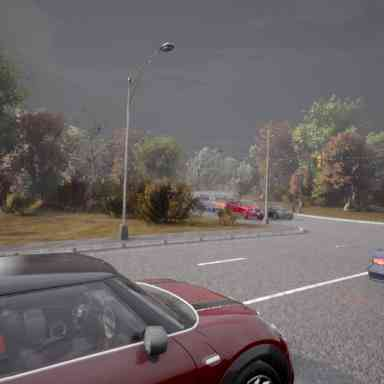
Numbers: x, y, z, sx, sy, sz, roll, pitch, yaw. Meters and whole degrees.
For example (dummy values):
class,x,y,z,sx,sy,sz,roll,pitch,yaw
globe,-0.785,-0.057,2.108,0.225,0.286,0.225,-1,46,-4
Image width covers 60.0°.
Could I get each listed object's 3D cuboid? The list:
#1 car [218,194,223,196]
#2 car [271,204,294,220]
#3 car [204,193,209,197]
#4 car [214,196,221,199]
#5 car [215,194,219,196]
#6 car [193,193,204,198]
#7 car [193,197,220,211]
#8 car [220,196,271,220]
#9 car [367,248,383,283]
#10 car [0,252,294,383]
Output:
class,x,y,z,sx,sy,sz,roll,pitch,yaw
car,7.450,1.566,69.271,1.837,1.490,4.892,2,3,-8
car,9.074,2.103,36.460,2.097,1.767,4.553,3,-1,-23
car,2.914,1.052,78.394,2.128,1.511,4.902,2,2,-1
car,4.734,1.912,48.183,2.097,1.767,4.553,3,1,-17
car,6.368,1.173,79.475,1.994,1.385,4.181,2,2,-1
car,0.611,1.431,66.109,1.994,1.385,4.181,2,2,-8
car,1.905,1.955,45.479,1.837,1.490,4.892,3,0,-17
car,5.573,1.813,35.677,2.150,2.045,5.566,3,-1,-22
car,6.573,1.664,8.462,5.357,1.411,2.033,2,-1,-36
car,-1.180,1.354,2.905,4.553,1.767,2.097,0,0,-36
